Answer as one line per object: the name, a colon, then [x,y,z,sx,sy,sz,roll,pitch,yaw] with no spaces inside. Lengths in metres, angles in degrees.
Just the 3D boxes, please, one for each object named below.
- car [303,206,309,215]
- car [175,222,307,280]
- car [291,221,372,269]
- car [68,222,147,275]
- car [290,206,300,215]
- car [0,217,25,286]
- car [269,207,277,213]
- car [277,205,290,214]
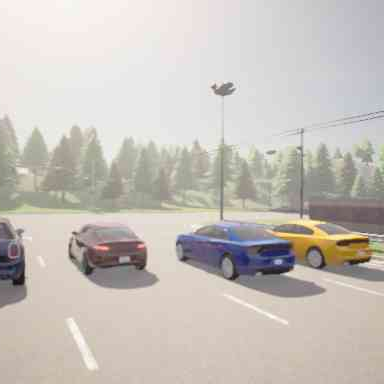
car: [19.838,2.964,51.018,5.357,1.411,2.033,2,-1,-28]
car: [1.127,1.744,11.062,1.882,1.535,5.008,2,-1,-28]
car: [4.199,1.827,12.737,1.882,1.535,5.008,2,-1,-28]
car: [-2.969,1.734,11.269,1.812,1.442,4.674,2,-1,-29]
car: [19.077,2.960,54.574,5.008,1.535,1.882,1,-1,-28]
car: [-5.950,1.475,9.434,2.097,1.767,4.553,2,-1,-29]
car: [16.743,3.138,61.218,5.357,1.411,2.033,2,-1,-28]
car: [17.571,3.128,57.718,4.718,1.301,1.895,2,-1,-28]
